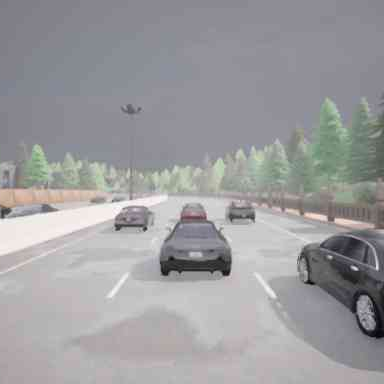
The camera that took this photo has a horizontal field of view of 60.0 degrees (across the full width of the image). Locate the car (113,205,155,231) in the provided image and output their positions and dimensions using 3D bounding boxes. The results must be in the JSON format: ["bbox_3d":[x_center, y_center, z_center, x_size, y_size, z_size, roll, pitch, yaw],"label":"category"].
[{"bbox_3d":[-3.403,1.516,20.372,2.033,1.411,5.357,0,0,0],"label":"car"}]

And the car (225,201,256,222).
[{"bbox_3d":[3.600,1.453,25.343,2.128,1.511,4.902,0,0,0],"label":"car"}]

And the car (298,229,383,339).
[{"bbox_3d":[3.596,1.497,6.534,1.837,1.490,4.892,0,1,0],"label":"car"}]

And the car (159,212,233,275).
[{"bbox_3d":[0.099,1.548,10.426,1.994,1.385,4.181,0,0,0],"label":"car"}]

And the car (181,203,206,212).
[{"bbox_3d":[0.101,1.524,25.987,1.994,1.385,4.181,0,0,0],"label":"car"}]

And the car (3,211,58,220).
[{"bbox_3d":[-10.589,1.491,22.409,1.812,1.442,4.674,0,0,0],"label":"car"}]
